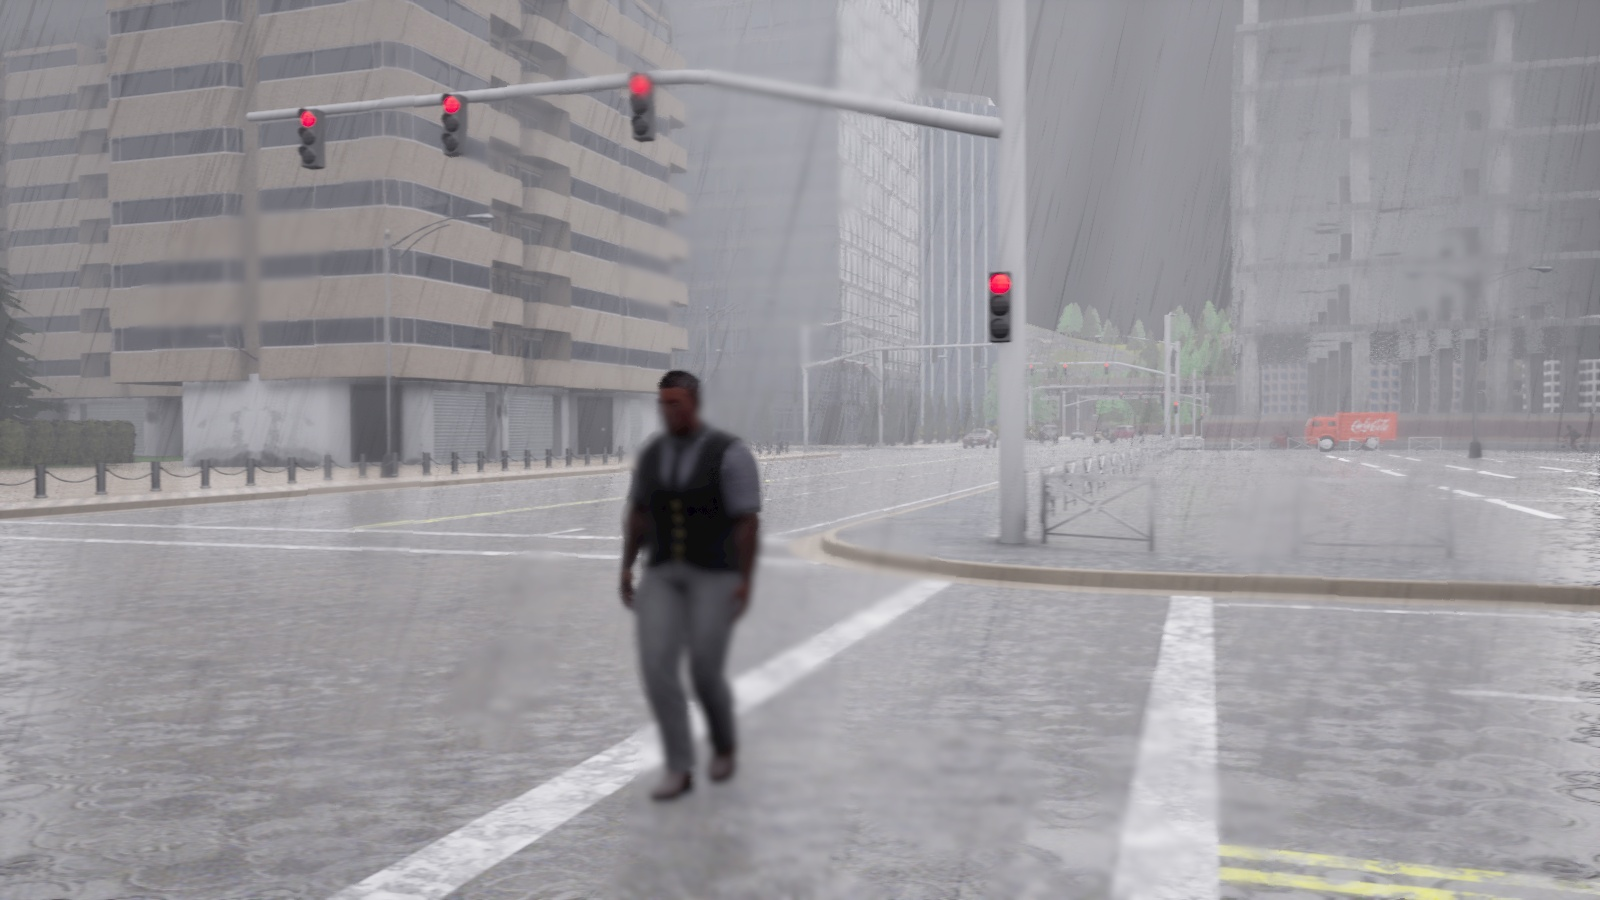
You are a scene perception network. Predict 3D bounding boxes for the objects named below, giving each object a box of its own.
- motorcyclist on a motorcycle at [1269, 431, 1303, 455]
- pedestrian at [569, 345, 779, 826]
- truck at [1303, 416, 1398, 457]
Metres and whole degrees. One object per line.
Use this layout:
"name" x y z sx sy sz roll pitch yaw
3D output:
"motorcyclist on a motorcycle" 32.164 -0.466 83.077 2.044 1.523 0.797 1 1 18
"pedestrian" -0.518 0.524 5.403 0.563 1.883 0.849 1 1 22
"truck" 34.402 -0.855 78.652 5.204 2.467 2.627 1 1 18
